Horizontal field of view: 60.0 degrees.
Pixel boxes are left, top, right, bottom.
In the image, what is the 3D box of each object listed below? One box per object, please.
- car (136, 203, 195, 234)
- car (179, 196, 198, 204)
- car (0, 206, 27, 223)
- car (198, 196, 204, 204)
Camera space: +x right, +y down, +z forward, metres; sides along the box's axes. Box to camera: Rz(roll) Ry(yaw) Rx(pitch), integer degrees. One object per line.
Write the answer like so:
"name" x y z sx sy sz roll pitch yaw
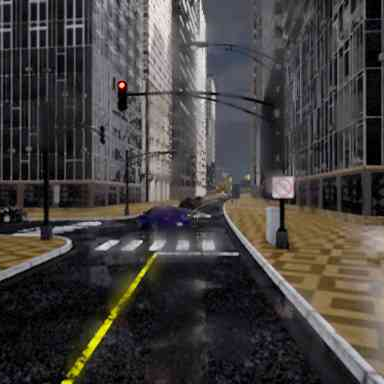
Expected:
"car" -1.736 1.552 19.318 1.812 1.442 4.674 1 -1 -28
"car" -0.631 1.471 46.998 1.882 1.535 5.008 0 0 6
"car" -16.421 1.873 28.568 4.403 1.369 2.008 -1 1 10
"car" 1.148 1.478 62.301 1.837 1.490 4.892 0 0 8
